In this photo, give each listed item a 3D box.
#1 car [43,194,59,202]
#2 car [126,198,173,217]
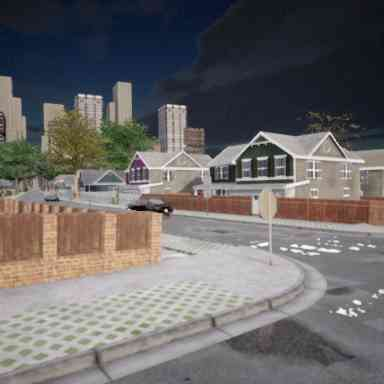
[{"bbox_3d":[-23.623,0.945,55.790,1.994,1.385,4.181,-2,1,-31],"label":"car"},{"bbox_3d":[-3.494,1.210,26.716,1.882,1.535,5.008,-2,2,-39],"label":"car"}]
